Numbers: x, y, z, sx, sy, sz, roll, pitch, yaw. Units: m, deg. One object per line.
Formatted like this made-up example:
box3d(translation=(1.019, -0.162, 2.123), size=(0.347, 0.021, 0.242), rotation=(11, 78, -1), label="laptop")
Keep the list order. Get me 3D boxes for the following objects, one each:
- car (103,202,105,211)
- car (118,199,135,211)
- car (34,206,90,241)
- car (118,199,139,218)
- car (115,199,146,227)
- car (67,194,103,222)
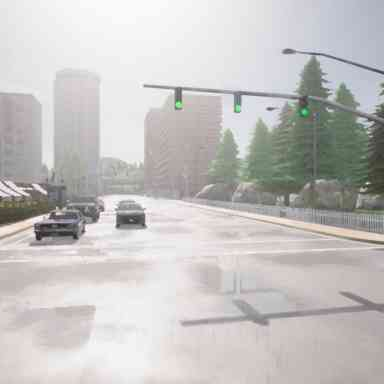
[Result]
box3d(translation=(-11.296, 1.525, 39.218), size=(1.812, 1.442, 4.674), rotation=(0, 0, -12), label="car")
box3d(translation=(-8.247, 1.564, 41.739), size=(1.994, 1.385, 4.181), rotation=(0, 0, -12), label="car")
box3d(translation=(-6.588, 1.601, 17.021), size=(1.895, 1.301, 4.718), rotation=(0, 0, -12), label="car")
box3d(translation=(-6.165, 1.505, 31.914), size=(1.837, 1.490, 4.892), rotation=(0, 0, -12), label="car")
box3d(translation=(-4.264, 1.478, 22.965), size=(1.882, 1.535, 5.008), rotation=(0, 0, -12), label="car")
box3d(translation=(-8.613, 1.221, 26.572), size=(2.150, 2.045, 5.566), rotation=(0, 0, -12), label="car")
